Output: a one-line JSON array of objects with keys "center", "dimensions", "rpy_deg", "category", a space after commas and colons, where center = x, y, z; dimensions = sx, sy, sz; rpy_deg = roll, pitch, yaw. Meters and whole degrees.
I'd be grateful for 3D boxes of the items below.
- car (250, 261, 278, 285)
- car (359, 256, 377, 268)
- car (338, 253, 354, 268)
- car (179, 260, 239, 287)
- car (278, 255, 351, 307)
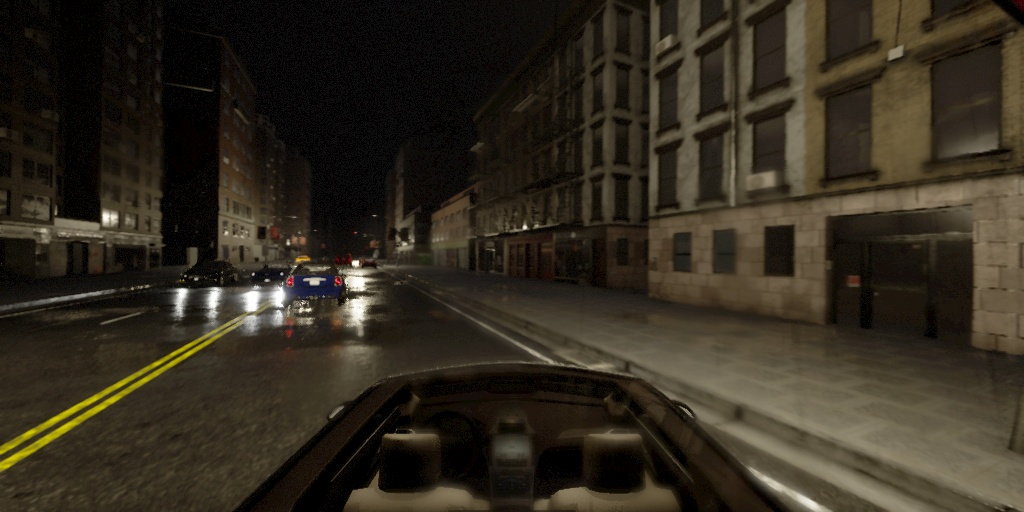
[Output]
[{"center": [-15.641, 1.154, 23.665], "dimensions": [1.895, 1.301, 4.718], "rpy_deg": [1, 0, -24], "category": "car"}, {"center": [-20.529, 1.045, 51.465], "dimensions": [1.994, 1.385, 4.181], "rpy_deg": [1, 0, -24], "category": "car"}, {"center": [-23.956, 0.662, 51.195], "dimensions": [2.150, 2.045, 5.566], "rpy_deg": [1, 0, -24], "category": "car"}, {"center": [-18.524, 1.023, 22.160], "dimensions": [1.837, 1.490, 4.892], "rpy_deg": [1, 0, -24], "category": "car"}, {"center": [-8.167, 0.999, 15.228], "dimensions": [2.097, 1.767, 4.553], "rpy_deg": [1, 0, -24], "category": "car"}]
